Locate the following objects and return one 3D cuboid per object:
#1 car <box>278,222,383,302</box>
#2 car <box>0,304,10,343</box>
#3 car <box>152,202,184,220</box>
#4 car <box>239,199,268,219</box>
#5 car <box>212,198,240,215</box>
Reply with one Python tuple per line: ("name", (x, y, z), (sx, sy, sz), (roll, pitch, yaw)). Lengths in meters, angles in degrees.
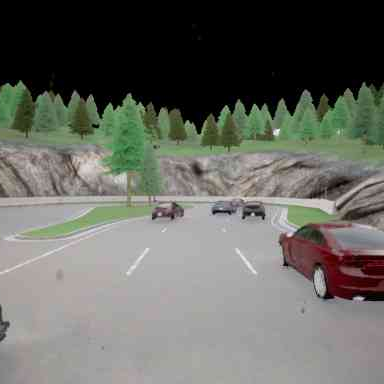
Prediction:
("car", (3.603, 1.477, 8.378), (1.882, 1.535, 5.008), (0, 0, 0))
("car", (-3.398, 1.547, 2.045), (2.033, 1.411, 5.357), (0, 0, 0))
("car", (-1.956, 1.525, 27.747), (1.812, 1.442, 4.674), (0, 0, 13))
("car", (5.506, 1.507, 28.954), (1.837, 1.490, 4.892), (0, 0, 15))
("car", (3.349, 1.564, 34.117), (1.994, 1.385, 4.181), (0, 0, 15))
